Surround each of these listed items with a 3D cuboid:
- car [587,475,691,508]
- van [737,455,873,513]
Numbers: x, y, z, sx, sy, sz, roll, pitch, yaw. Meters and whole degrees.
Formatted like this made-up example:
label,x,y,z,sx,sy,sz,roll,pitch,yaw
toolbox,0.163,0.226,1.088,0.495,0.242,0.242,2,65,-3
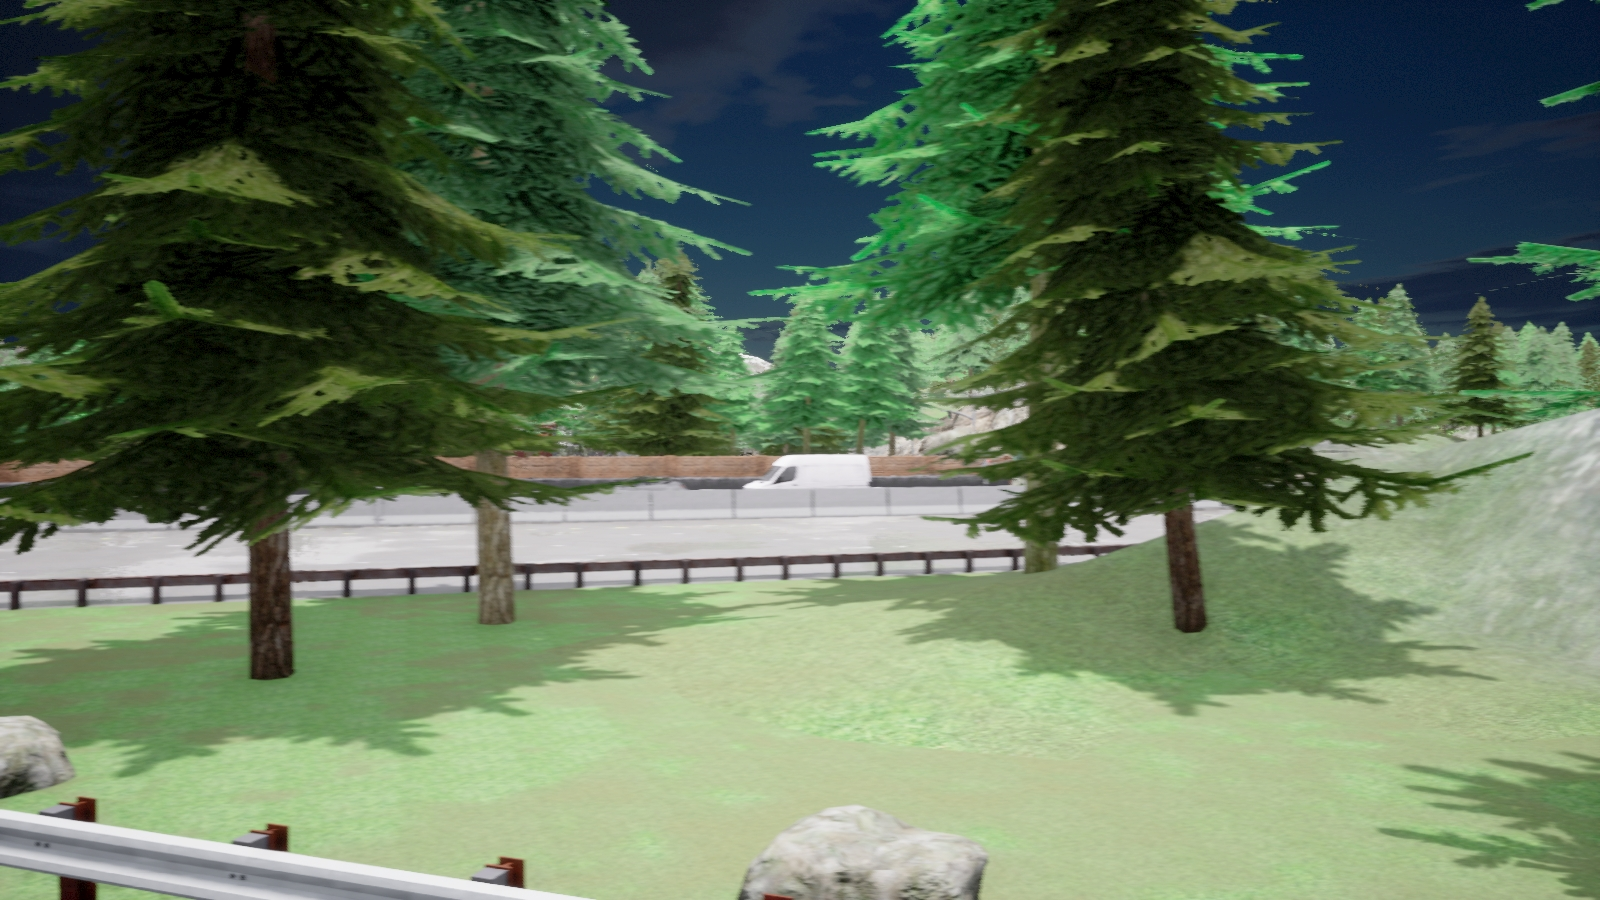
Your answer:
label,x,y,z,sx,sy,sz,roll,pitch,yaw
car,-8.029,2.034,56.938,4.792,1.488,2.163,0,0,-19
van,0.237,1.507,52.298,5.915,2.561,1.988,0,0,-19
